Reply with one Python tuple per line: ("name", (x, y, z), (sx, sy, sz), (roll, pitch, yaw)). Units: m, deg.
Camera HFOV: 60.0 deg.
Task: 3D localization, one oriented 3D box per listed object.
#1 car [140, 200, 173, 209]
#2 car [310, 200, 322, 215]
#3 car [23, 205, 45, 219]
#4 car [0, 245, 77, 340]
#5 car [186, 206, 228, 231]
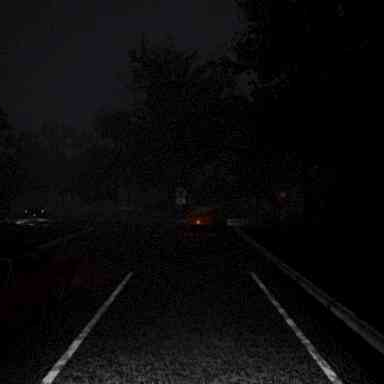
("car", (-5.965, 2.128, 56.242), (5.357, 1.411, 2.033), (0, -1, -14))
("car", (14.360, 1.751, 38.848), (2.097, 1.767, 4.553), (0, -1, 10))
("car", (-15.969, 1.951, 33.727), (1.895, 1.301, 4.718), (0, -1, -25))
("car", (-3.595, 1.659, 5.465), (1.895, 1.301, 4.718), (0, -1, 0))
("car", (1.093, 1.713, 22.722), (1.882, 1.535, 5.008), (-1, -1, 17))
